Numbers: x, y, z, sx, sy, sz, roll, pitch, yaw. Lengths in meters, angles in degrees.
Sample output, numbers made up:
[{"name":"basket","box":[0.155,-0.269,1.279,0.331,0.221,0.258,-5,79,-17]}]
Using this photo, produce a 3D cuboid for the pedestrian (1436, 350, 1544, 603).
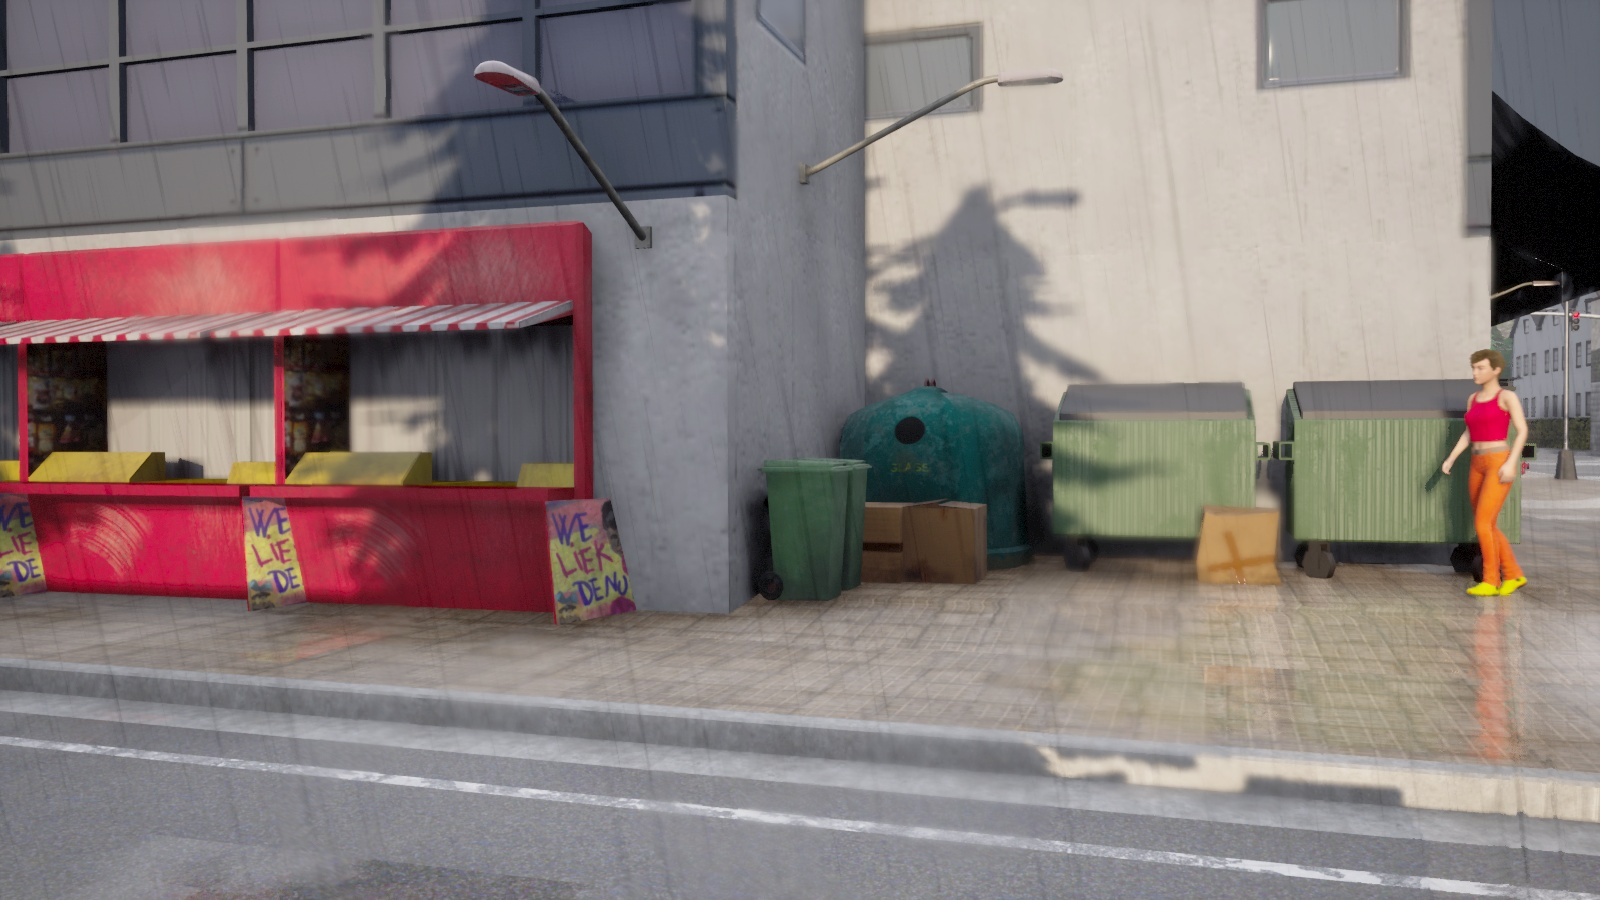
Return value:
[{"name":"pedestrian","box":[5.099,0.190,9.289,0.594,1.836,0.345,0,1,-7]}]
